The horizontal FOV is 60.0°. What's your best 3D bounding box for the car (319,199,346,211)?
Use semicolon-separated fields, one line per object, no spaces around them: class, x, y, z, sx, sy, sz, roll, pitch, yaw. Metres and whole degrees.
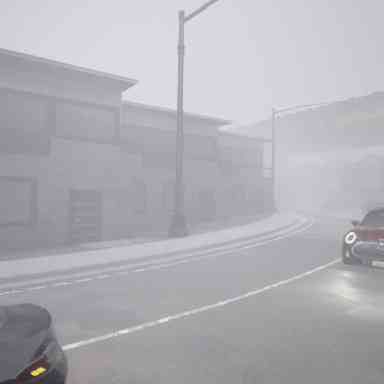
car;19.376;1.773;45.773;1.837;1.490;4.892;1;-1;-8

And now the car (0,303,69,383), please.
car;-3.220;1.527;2.015;4.674;1.442;1.812;0;0;-37

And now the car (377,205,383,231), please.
car;12.238;1.509;19.683;1.895;1.301;4.718;1;0;24

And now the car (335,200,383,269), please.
car;6.368;1.313;10.604;2.097;1.767;4.553;0;1;38
